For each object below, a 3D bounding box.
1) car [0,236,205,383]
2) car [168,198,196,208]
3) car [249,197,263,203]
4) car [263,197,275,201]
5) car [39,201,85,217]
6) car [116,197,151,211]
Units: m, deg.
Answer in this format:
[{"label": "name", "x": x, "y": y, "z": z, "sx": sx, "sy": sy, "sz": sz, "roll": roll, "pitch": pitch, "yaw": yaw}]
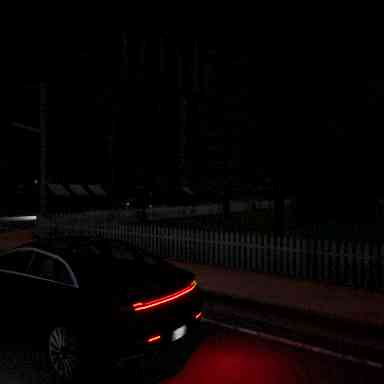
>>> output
[{"label": "car", "x": -2.118, "y": 1.491, "z": 5.451, "sx": 4.902, "sy": 1.511, "sz": 2.128, "roll": 0, "pitch": 0, "yaw": 36}, {"label": "car", "x": -1.402, "y": 1.601, "z": 48.105, "sx": 1.895, "sy": 1.301, "sz": 4.718, "roll": 0, "pitch": 0, "yaw": 34}, {"label": "car", "x": 12.330, "y": 1.601, "z": 61.873, "sx": 1.895, "sy": 1.301, "sz": 4.718, "roll": 0, "pitch": 0, "yaw": 34}, {"label": "car", "x": 15.208, "y": 1.547, "z": 59.887, "sx": 2.033, "sy": 1.411, "sz": 5.357, "roll": 0, "pitch": 0, "yaw": 34}, {"label": "car", "x": -12.377, "y": 1.564, "z": 31.861, "sx": 1.994, "sy": 1.385, "sz": 4.181, "roll": 0, "pitch": 0, "yaw": 34}, {"label": "car", "x": -6.960, "y": 1.352, "z": 39.885, "sx": 2.097, "sy": 1.767, "sz": 4.553, "roll": 0, "pitch": 0, "yaw": 34}]
